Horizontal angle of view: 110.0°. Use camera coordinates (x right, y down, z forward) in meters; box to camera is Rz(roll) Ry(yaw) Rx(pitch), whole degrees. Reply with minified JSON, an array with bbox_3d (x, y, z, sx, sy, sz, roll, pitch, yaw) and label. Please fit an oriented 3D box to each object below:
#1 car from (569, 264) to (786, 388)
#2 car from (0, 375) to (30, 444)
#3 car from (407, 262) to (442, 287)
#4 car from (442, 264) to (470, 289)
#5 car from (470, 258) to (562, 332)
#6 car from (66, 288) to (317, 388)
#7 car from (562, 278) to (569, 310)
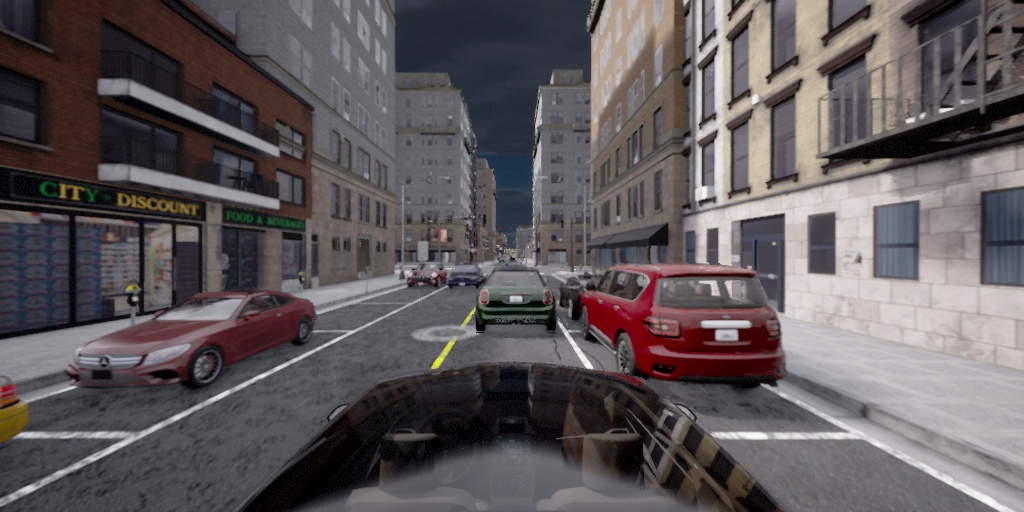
[{"bbox_3d":[2.639,1.047,6.796,2.192,1.841,5.009,0,0,0],"label":"car"},{"bbox_3d":[-5.389,1.277,1.182,1.751,1.417,4.829,0,0,0],"label":"car"},{"bbox_3d":[-5.373,1.124,23.165,1.967,1.591,4.097,0,0,0],"label":"car"},{"bbox_3d":[-2.821,1.232,22.980,2.033,1.411,5.357,0,0,0],"label":"car"},{"bbox_3d":[0.068,1.071,10.946,2.097,1.767,4.553,0,0,-1],"label":"car"},{"bbox_3d":[-5.385,1.314,6.805,1.802,1.307,4.207,0,0,0],"label":"car"},{"bbox_3d":[2.644,1.280,12.249,1.948,1.339,4.313,0,0,0],"label":"car"}]
